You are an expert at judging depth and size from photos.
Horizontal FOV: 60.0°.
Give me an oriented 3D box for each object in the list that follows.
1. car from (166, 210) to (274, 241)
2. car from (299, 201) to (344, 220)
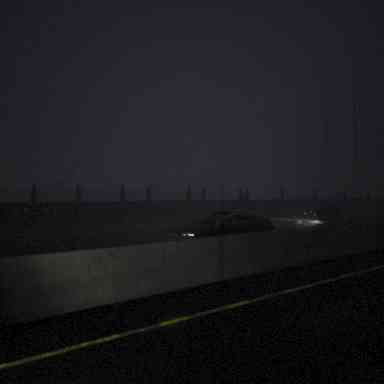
[{"bbox_3d":[1.236,1.514,13.471,4.902,1.511,2.128,0,0,-35],"label":"car"},{"bbox_3d":[11.471,1.592,29.362,4.892,1.490,1.837,1,0,-35],"label":"car"}]
